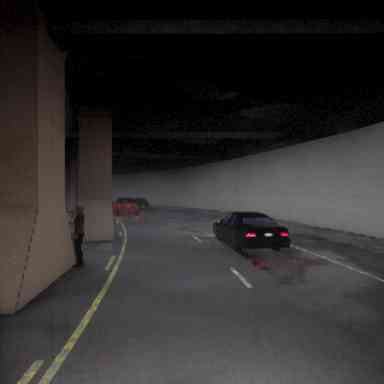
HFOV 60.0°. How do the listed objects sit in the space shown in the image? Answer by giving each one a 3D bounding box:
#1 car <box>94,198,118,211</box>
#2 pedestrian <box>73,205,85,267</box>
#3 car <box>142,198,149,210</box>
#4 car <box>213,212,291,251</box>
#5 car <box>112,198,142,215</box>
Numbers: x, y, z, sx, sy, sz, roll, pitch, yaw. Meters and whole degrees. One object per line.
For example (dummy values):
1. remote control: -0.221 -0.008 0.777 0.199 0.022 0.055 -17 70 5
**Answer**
1. car: -11.151 1.526 42.773 1.812 1.442 4.674 0 0 -29
2. pedestrian: -3.418 1.294 9.998 0.375 1.860 0.375 0 0 -7
3. car: -6.914 1.504 42.029 1.837 1.490 4.892 0 0 -27
4. car: 2.284 1.547 14.095 2.033 1.411 5.357 0 0 -9
5. car: -6.877 1.352 33.766 2.097 1.767 4.553 0 0 -22
